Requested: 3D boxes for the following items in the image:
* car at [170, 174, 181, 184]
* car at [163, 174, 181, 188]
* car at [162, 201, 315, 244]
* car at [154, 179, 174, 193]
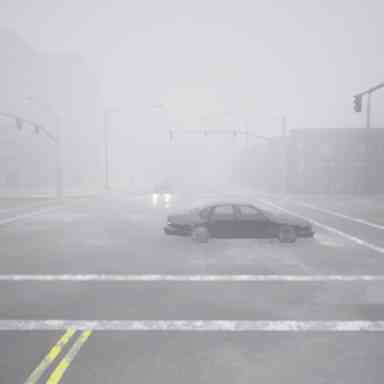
[{"bbox_3d":[-3.402,-2.798,70.007,2.150,2.045,5.566,0,4,0],"label":"car"},{"bbox_3d":[-3.504,-1.844,54.300,2.150,2.045,5.566,0,4,1],"label":"car"},{"bbox_3d":[1.623,1.061,12.335,5.357,1.411,2.033,0,4,0],"label":"car"},{"bbox_3d":[-3.538,-0.616,40.564,1.895,1.301,4.718,0,4,0],"label":"car"}]
